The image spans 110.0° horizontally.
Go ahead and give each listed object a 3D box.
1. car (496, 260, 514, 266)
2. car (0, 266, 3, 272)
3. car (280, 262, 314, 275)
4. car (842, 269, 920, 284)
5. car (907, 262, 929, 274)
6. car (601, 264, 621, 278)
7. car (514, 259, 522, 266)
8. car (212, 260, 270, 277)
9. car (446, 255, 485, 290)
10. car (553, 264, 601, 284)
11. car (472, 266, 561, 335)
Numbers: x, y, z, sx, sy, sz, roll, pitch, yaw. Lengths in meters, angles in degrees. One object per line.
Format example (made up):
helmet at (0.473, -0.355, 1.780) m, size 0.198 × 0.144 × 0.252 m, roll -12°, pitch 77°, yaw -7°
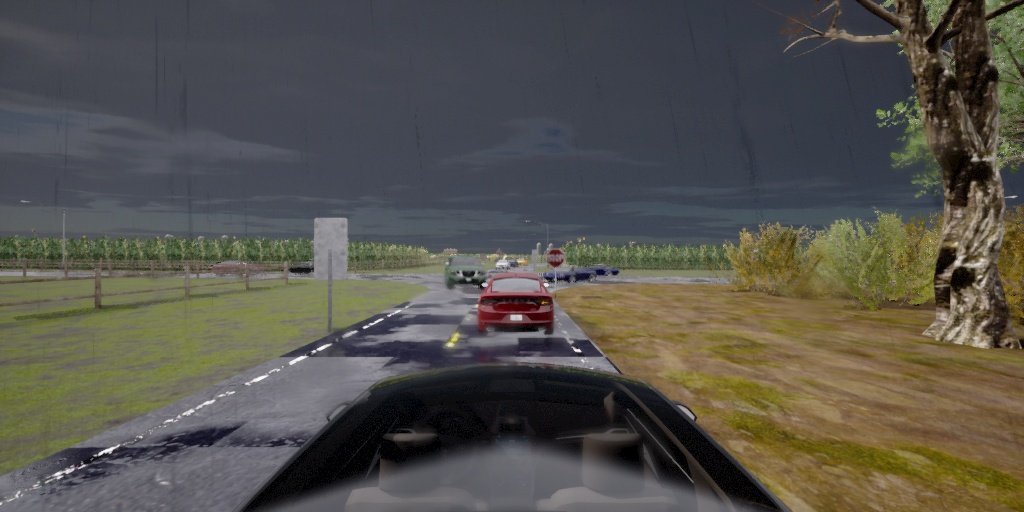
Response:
car at (-1.317, 1.298, 53.997) m, size 1.812 × 1.442 × 4.674 m, roll 0°, pitch 0°, yaw 6°
car at (-51.224, 0.953, 33.953) m, size 4.181 × 1.385 × 1.994 m, roll 0°, pitch 0°, yaw 4°
car at (-20.605, 1.226, 36.097) m, size 4.718 × 1.301 × 1.895 m, roll 0°, pitch 0°, yaw 3°
car at (28.869, 1.463, 28.666) m, size 4.674 × 1.442 × 1.812 m, roll 0°, pitch 0°, yaw 6°
car at (35.086, 1.335, 31.703) m, size 4.553 × 1.767 × 2.097 m, roll 0°, pitch 0°, yaw 6°
car at (8.249, 1.424, 35.377) m, size 4.718 × 1.301 × 1.895 m, roll 0°, pitch 0°, yaw 21°
car at (0.002, 1.330, 63.592) m, size 2.033 × 1.411 × 5.357 m, roll 0°, pitch 0°, yaw 9°
car at (-24.599, 1.112, 32.579) m, size 4.674 × 1.442 × 1.812 m, roll 0°, pitch 0°, yaw 2°
car at (-3.021, 0.976, 22.746) m, size 2.150 × 2.045 × 5.566 m, roll 1°, pitch 0°, yaw -13°
car at (4.494, 1.375, 26.980) m, size 1.895 × 1.301 × 4.718 m, roll 0°, pitch 0°, yaw 41°
car at (0.105, 1.228, 10.499) m, size 1.882 × 1.535 × 5.008 m, roll 0°, pitch 0°, yaw 0°
